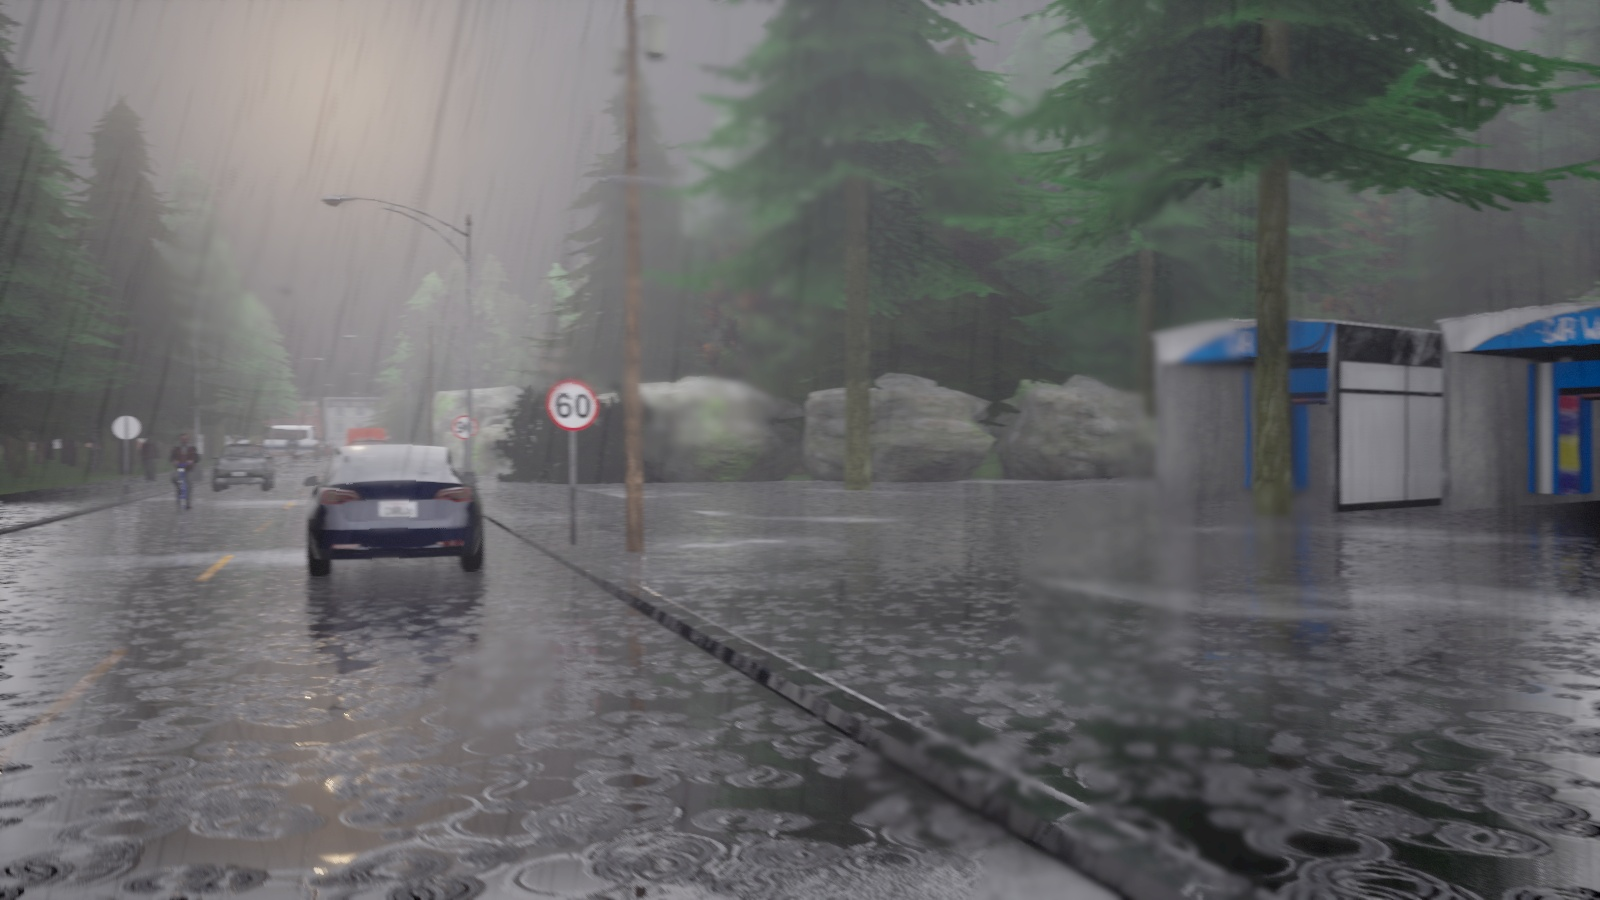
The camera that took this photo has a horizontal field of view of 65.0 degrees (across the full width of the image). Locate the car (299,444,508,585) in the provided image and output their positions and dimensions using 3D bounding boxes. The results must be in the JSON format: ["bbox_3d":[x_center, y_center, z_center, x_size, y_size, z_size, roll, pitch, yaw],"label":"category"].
[{"bbox_3d":[-5.061,0.671,15.923,2.163,1.488,4.792,0,0,-19],"label":"car"}]

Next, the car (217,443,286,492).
[{"bbox_3d":[-18.036,0.545,41.411,1.789,1.549,3.705,0,0,-19],"label":"car"}]

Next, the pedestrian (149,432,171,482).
[{"bbox_3d":[-24.191,0.256,47.458,0.634,1.844,0.899,0,0,-34],"label":"pedestrian"}]

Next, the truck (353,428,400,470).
[{"bbox_3d":[-26.023,-0.095,77.149,2.627,2.467,5.204,0,0,-19],"label":"truck"}]

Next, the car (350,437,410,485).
[{"bbox_3d":[-16.155,0.381,48.268,2.097,1.767,4.553,0,0,-19],"label":"car"}]

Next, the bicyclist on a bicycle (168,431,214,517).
[{"bbox_3d":[-13.131,0.500,27.112,0.659,1.776,1.843,0,0,-19],"label":"bicyclist on a bicycle"}]
